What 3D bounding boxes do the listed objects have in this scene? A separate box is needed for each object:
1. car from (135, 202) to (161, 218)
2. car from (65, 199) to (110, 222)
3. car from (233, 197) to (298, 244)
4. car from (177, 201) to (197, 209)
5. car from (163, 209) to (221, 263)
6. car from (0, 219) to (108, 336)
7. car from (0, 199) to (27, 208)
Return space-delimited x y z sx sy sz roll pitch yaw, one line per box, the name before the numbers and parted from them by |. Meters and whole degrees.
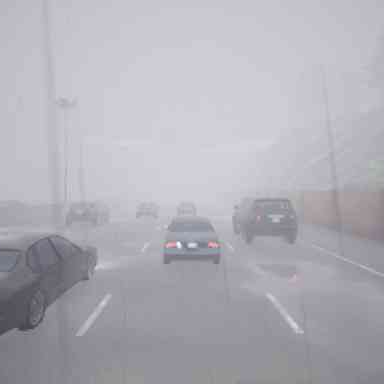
car | -3.958 1.581 30.261 2.033 1.411 5.357 0 0 -1
car | -7.310 1.379 23.723 2.097 1.767 4.553 0 0 -1
car | 3.364 1.239 16.179 2.150 2.045 5.566 0 0 -1
car | -0.544 1.601 33.966 1.994 1.385 4.181 0 0 -1
car | -0.046 1.561 11.954 2.033 1.411 5.357 0 0 -1
car | -3.461 1.556 6.810 2.033 1.411 5.357 0 0 -1
car | -18.218 1.516 32.956 1.882 1.535 5.008 0 0 -1
